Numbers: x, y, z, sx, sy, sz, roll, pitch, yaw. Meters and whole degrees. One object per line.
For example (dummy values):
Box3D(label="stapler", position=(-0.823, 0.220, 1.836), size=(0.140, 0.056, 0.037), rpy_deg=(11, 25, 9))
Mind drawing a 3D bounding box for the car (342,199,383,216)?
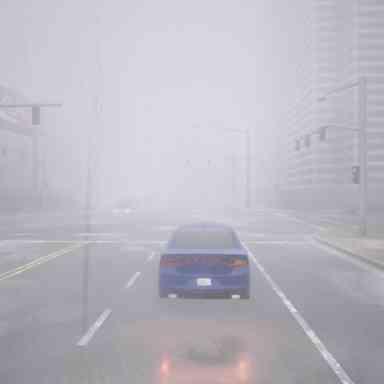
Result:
Box3D(label="car", position=(17.242, 1.505, 32.398), size=(4.892, 1.490, 1.837), rpy_deg=(0, 0, 2))

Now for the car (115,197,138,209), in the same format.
Box3D(label="car", position=(-9.142, 1.507, 45.491), size=(1.837, 1.490, 4.892), rpy_deg=(0, -1, 2))

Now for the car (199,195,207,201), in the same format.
Box3D(label="car", position=(2.801, 1.524, 86.272), size=(1.812, 1.442, 4.674), rpy_deg=(0, 0, 2))

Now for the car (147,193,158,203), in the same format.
Box3D(label="car", position=(-8.330, 1.221, 67.585), size=(2.150, 2.045, 5.566), rpy_deg=(0, 0, 2))

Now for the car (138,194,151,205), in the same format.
Box3D(label="car", position=(-8.752, 1.525, 57.034), size=(1.812, 1.442, 4.674), rpy_deg=(0, 0, 2))

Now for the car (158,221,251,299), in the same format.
Box3D(label="car", position=(0.313, 1.478, 8.497), size=(1.882, 1.535, 5.008), rpy_deg=(0, 0, 2))
